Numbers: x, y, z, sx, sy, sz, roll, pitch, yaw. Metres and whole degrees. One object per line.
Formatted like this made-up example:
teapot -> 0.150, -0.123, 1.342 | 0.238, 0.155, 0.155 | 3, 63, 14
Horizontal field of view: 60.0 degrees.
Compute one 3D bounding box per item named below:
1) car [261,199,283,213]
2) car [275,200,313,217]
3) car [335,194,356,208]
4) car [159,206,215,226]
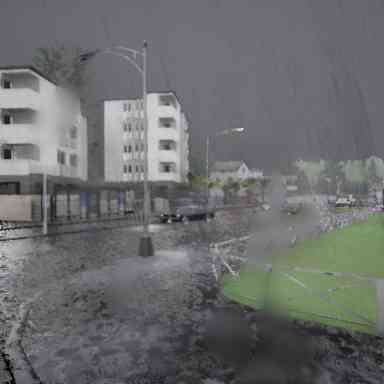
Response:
car -> 9.664, 1.580, 38.546 | 2.128, 1.511, 4.902 | 0, 0, 36
car -> 10.025, 1.664, 31.853 | 1.895, 1.301, 4.718 | 0, 0, 36
car -> 23.494, 1.286, 50.726 | 2.150, 2.045, 5.566 | 0, 0, 36
car -> -0.280, 1.688, 24.647 | 1.895, 1.301, 4.718 | 0, 0, 36
